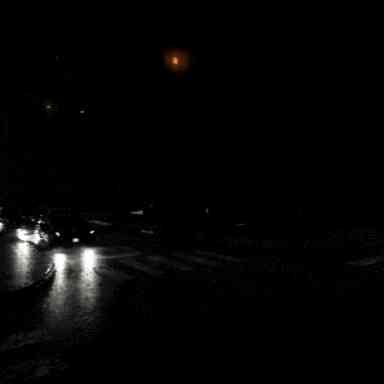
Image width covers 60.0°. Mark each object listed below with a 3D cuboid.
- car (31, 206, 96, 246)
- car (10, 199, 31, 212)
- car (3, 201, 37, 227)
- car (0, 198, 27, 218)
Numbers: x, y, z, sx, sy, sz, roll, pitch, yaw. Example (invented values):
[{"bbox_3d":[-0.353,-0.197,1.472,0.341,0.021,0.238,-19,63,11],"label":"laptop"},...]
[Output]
[{"bbox_3d":[-6.254,1.642,16.192,2.033,1.411,5.357,0,0,-32],"label":"car"},{"bbox_3d":[-23.058,1.757,44.680,1.837,1.490,4.892,0,-1,-36],"label":"car"},{"bbox_3d":[-12.024,1.627,24.209,2.128,1.511,4.902,0,-1,-36],"label":"car"},{"bbox_3d":[-17.985,1.531,32.551,2.097,1.767,4.553,0,-1,-35],"label":"car"}]
